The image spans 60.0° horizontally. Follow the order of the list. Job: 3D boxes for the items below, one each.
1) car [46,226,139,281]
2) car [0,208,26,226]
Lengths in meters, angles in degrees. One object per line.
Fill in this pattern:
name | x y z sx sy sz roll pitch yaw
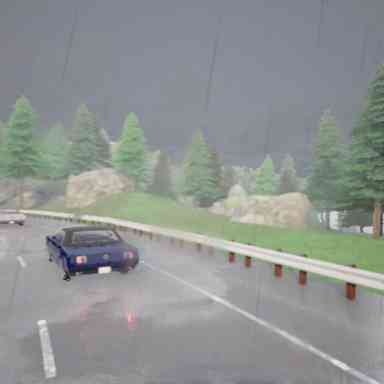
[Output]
car | -3.343 1.725 10.420 1.895 1.301 4.718 1 -1 -30
car | -14.139 1.870 25.018 1.895 1.301 4.718 1 -1 -42
